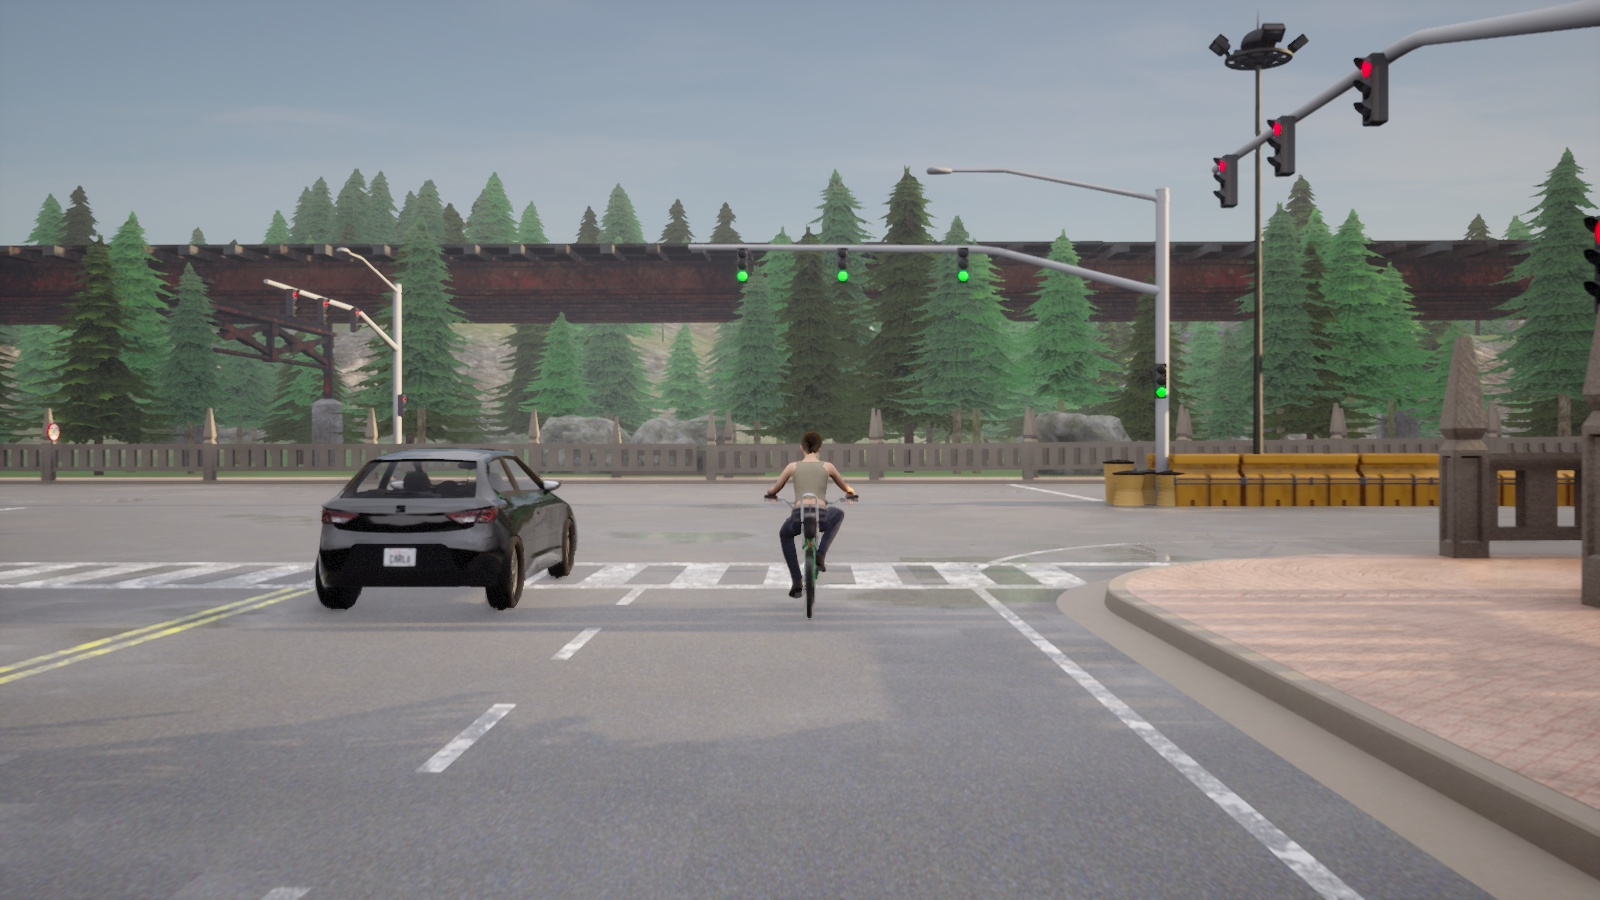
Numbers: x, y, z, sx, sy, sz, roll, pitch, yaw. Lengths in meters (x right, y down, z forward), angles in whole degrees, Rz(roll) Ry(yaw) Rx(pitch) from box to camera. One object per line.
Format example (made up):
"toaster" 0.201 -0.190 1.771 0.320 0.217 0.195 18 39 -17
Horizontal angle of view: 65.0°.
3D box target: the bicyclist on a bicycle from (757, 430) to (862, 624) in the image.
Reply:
"bicyclist on a bicycle" 0.097 0.639 11.227 0.866 1.612 1.509 0 0 1

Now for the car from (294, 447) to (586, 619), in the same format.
"car" -3.440 0.706 12.861 1.816 1.474 4.193 0 0 0
